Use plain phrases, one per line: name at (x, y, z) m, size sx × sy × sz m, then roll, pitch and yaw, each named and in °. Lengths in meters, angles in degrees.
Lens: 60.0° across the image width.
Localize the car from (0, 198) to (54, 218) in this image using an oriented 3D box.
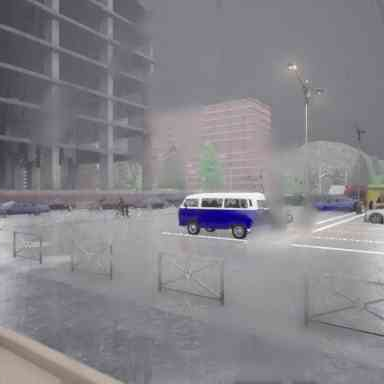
car at (-15.811, 1.492, 30.296) m, size 2.033 × 1.411 × 5.357 m, roll 0°, pitch 0°, yaw 35°

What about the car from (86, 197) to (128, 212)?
car at (-9.990, 1.449, 38.555) m, size 1.837 × 1.490 × 4.892 m, roll 0°, pitch 0°, yaw 35°

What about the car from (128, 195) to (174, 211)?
car at (-4.794, 1.436, 39.509) m, size 2.128 × 1.511 × 4.902 m, roll 0°, pitch 0°, yaw 35°

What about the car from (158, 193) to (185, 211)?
car at (-3.818, 1.166, 47.284) m, size 2.150 × 2.045 × 5.566 m, roll 0°, pitch 0°, yaw 35°

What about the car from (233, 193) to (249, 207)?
car at (9.846, 1.444, 60.289) m, size 1.837 × 1.490 × 4.892 m, roll 0°, pitch -2°, yaw 35°

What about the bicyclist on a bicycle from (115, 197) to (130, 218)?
bicyclist on a bicycle at (-5.455, 1.248, 25.923) m, size 1.656 × 1.620 × 0.582 m, roll 0°, pitch 0°, yaw 35°

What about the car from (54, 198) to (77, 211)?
car at (-15.272, 1.436, 37.136) m, size 2.128 × 1.511 × 4.902 m, roll 0°, pitch 0°, yaw 35°

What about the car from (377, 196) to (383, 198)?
car at (16.501, 1.153, 26.010) m, size 4.605 × 1.855 × 1.932 m, roll 0°, pitch 0°, yaw 36°

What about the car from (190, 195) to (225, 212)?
car at (2.050, 1.508, 43.145) m, size 1.994 × 1.385 × 4.181 m, roll 0°, pitch 0°, yaw 35°

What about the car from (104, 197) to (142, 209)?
car at (-9.352, 1.436, 45.524) m, size 2.128 × 1.511 × 4.902 m, roll 0°, pitch 0°, yaw 35°

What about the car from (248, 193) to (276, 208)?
car at (12.427, 1.162, 57.877) m, size 2.150 × 2.045 × 5.566 m, roll 0°, pitch 0°, yaw 35°

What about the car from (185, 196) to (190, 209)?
car at (-3.228, 1.166, 54.147) m, size 2.150 × 2.045 × 5.566 m, roll 0°, pitch 0°, yaw 35°

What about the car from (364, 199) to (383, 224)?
car at (13.297, 1.395, 21.444) m, size 3.806 × 1.475 × 1.970 m, roll 0°, pitch 0°, yaw 36°
